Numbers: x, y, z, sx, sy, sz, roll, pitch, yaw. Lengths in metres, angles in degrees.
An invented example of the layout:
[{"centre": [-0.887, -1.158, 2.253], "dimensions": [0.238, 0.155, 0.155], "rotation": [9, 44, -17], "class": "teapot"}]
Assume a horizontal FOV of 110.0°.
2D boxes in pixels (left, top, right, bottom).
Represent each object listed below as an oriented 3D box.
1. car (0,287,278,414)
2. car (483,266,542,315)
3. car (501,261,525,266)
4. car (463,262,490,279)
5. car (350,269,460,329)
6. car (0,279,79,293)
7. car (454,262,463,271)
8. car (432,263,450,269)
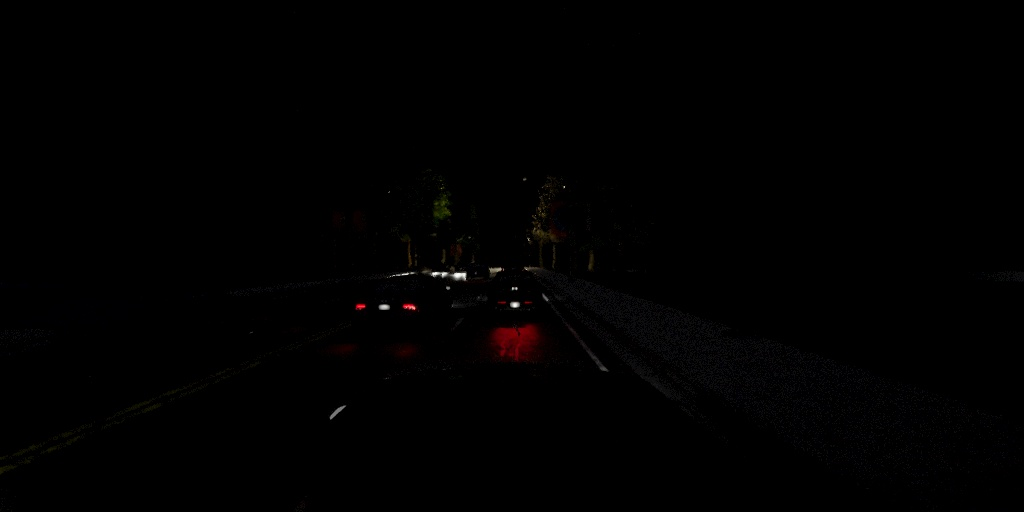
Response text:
[{"centre": [-6.600, 1.308, 6.306], "dimensions": [2.033, 1.411, 5.357], "rotation": [0, 0, 0], "class": "car"}, {"centre": [0.097, 1.282, 13.659], "dimensions": [1.837, 1.490, 4.892], "rotation": [0, 0, 0], "class": "car"}, {"centre": [0.102, 1.212, 31.705], "dimensions": [2.097, 1.767, 4.553], "rotation": [0, 0, 0], "class": "car"}, {"centre": [-3.148, 1.353, 33.725], "dimensions": [1.882, 1.535, 5.008], "rotation": [0, 0, 0], "class": "car"}, {"centre": [-3.150, 1.320, 11.351], "dimensions": [2.033, 1.411, 5.357], "rotation": [0, 0, 0], "class": "car"}, {"centre": [-9.850, 1.239, 6.500], "dimensions": [1.882, 1.535, 5.008], "rotation": [0, 0, 0], "class": "car"}, {"centre": [-6.579, 1.518, 48.541], "dimensions": [2.128, 1.511, 4.902], "rotation": [0, -1, 0], "class": "car"}, {"centre": [-9.824, 1.607, 49.771], "dimensions": [1.994, 1.385, 4.181], "rotation": [0, -1, 0], "class": "car"}]
